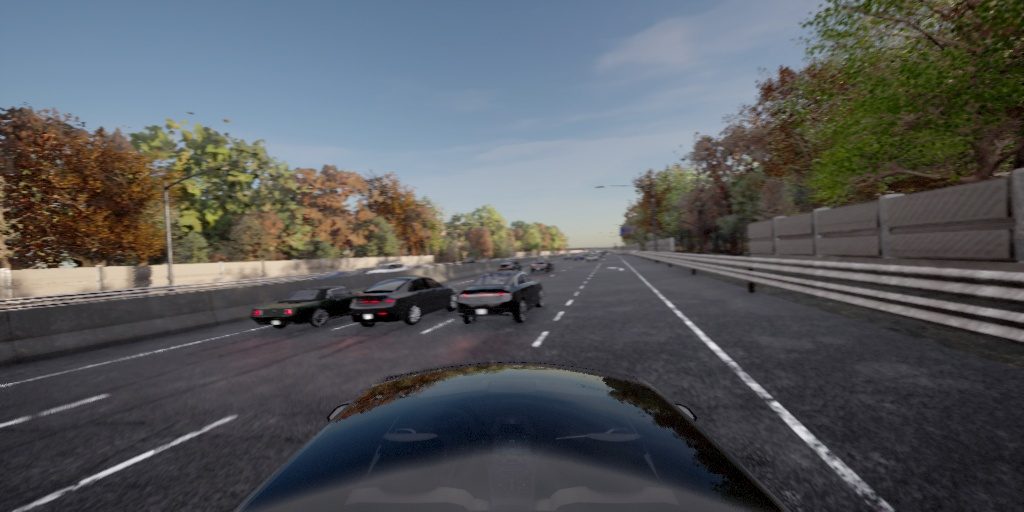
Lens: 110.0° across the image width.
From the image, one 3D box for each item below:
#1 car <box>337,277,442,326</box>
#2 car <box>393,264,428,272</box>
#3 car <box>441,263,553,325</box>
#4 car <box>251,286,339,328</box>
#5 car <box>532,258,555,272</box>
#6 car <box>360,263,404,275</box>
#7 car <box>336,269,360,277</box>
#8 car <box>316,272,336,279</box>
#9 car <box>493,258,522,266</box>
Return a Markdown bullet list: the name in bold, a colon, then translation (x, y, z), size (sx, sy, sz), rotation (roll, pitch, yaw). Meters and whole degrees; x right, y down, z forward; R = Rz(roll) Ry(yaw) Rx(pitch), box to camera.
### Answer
- **car**: translation (-3.581, 1.484, 12.852), size (1.837, 1.490, 4.892), rotation (-4, 0, 16)
- **car**: translation (-10.599, 1.917, 39.975), size (2.128, 1.511, 4.902), rotation (-4, 0, 16)
- **car**: translation (-0.184, 1.248, 12.025), size (2.128, 1.511, 4.902), rotation (-4, 0, 16)
- **car**: translation (-6.981, 1.800, 13.633), size (1.895, 1.301, 4.718), rotation (-4, 0, 16)
- **car**: translation (3.185, 1.018, 37.131), size (2.128, 1.511, 4.902), rotation (-4, 0, 16)
- **car**: translation (-14.049, 1.871, 40.650), size (2.150, 2.045, 5.566), rotation (-4, 0, 16)
- **car**: translation (-17.434, 2.221, 41.480), size (2.097, 1.767, 4.553), rotation (-4, 0, 16)
- **car**: translation (-20.795, 2.566, 42.396), size (1.882, 1.535, 5.008), rotation (-4, 0, 16)
- **car**: translation (-0.127, 1.248, 38.266), size (1.837, 1.490, 4.892), rotation (-4, 0, 16)
